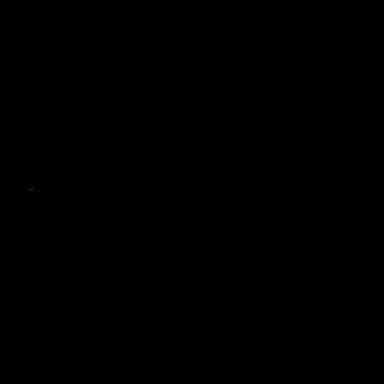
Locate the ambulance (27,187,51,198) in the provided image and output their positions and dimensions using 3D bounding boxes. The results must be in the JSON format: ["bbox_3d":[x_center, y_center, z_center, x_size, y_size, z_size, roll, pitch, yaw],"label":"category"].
[{"bbox_3d":[-34.153,0.208,72.332,2.351,2.431,6.366,-1,-1,35],"label":"ambulance"}]
